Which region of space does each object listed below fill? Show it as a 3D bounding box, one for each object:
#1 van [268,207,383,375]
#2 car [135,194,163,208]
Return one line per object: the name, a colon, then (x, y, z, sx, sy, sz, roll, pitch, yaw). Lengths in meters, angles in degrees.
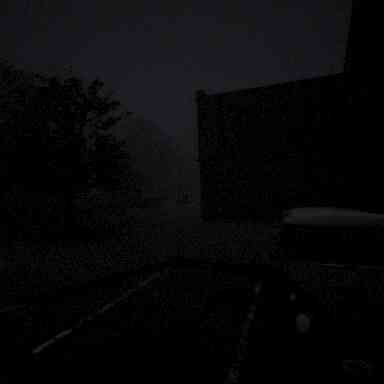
van: (2.326, 1.274, 5.631, 1.878, 1.987, 4.442, 0, -1, 16)
car: (-5.316, 1.032, 41.787, 1.882, 1.535, 5.008, -3, 0, 21)
